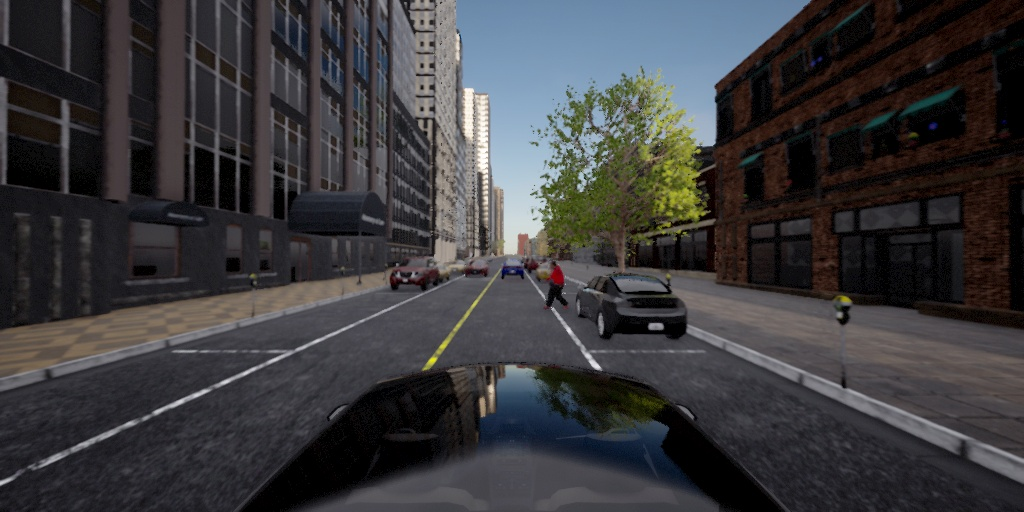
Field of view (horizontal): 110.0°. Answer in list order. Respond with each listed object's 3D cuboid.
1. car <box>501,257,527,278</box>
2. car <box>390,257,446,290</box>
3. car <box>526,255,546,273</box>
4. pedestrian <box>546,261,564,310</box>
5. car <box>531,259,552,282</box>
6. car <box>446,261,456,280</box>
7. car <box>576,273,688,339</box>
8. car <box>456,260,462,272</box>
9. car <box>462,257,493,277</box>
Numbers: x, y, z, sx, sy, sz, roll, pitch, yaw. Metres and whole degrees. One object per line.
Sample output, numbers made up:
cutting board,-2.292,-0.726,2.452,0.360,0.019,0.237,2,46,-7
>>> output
car,0.064,1.078,31.228,1.882,1.535,5.008,0,1,0
car,-5.688,0.966,21.600,2.192,1.841,5.009,0,0,0
car,2.692,0.877,38.240,2.192,1.841,5.009,0,0,0
pedestrian,1.531,0.991,12.750,0.375,1.860,0.375,1,-1,-4
car,2.692,1.148,27.318,1.751,1.417,4.829,0,0,0
car,-5.689,1.148,26.975,1.751,1.417,4.829,0,0,0
car,3.001,1.217,9.896,1.837,1.490,4.892,0,0,0
car,-5.689,1.087,38.067,1.751,1.417,4.829,0,0,0
car,-3.093,1.070,32.716,1.882,1.535,5.008,0,0,0
